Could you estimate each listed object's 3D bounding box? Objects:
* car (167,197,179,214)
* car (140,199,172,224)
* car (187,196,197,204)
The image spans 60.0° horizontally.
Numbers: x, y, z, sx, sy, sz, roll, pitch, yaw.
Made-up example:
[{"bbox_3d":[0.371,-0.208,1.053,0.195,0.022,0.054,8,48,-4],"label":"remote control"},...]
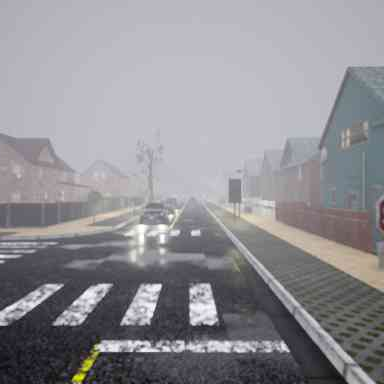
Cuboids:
[{"bbox_3d":[-2.799,1.582,36.059,2.033,1.411,5.357,0,0,0],"label":"car"},{"bbox_3d":[-2.814,1.549,25.501,1.812,1.442,4.674,0,0,0],"label":"car"},{"bbox_3d":[0.089,1.601,66.040,1.812,1.442,4.674,0,0,0],"label":"car"}]
